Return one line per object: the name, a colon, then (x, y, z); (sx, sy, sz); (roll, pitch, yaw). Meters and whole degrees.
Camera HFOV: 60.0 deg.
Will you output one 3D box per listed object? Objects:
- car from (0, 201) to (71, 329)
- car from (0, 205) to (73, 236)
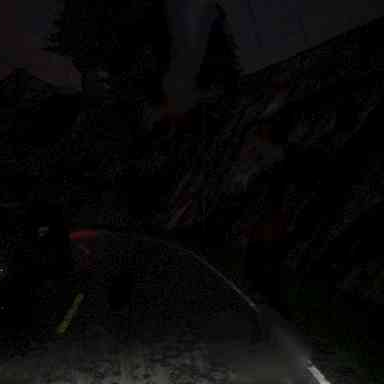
car: (-4.145, 1.251, 7.185); (2.150, 2.045, 5.566); (0, 0, -9)
car: (-9.487, 1.544, 18.941); (5.008, 1.535, 1.882); (0, 0, 19)
